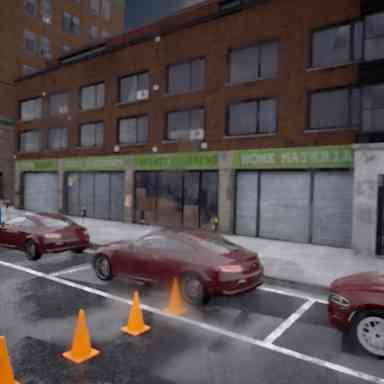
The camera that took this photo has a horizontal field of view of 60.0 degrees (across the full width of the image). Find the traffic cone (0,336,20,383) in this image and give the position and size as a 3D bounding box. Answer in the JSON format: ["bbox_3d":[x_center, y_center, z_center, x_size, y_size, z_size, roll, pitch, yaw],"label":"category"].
[{"bbox_3d":[-2.046,1.853,3.586,0.340,0.580,0.340,2,1,36],"label":"traffic cone"}]

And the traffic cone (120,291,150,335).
[{"bbox_3d":[-0.883,1.855,5.213,0.340,0.580,0.340,2,1,36],"label":"traffic cone"}]

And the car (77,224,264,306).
[{"bbox_3d":[-0.470,1.455,7.537,4.206,1.307,1.802,2,1,36],"label":"car"}]

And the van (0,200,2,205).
[{"bbox_3d":[-9.670,0.889,14.114,3.998,1.788,1.690,2,1,36],"label":"van"}]

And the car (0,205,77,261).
[{"bbox_3d":[-5.073,1.293,10.828,4.206,1.307,1.802,2,1,36],"label":"car"}]

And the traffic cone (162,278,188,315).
[{"bbox_3d":[-0.301,1.857,6.026,0.340,0.580,0.340,2,1,36],"label":"traffic cone"}]

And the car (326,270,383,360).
[{"bbox_3d":[4.133,1.579,4.246,4.507,1.381,1.887,2,1,36],"label":"car"}]

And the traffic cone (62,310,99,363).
[{"bbox_3d":[-1.464,1.854,4.399,0.340,0.580,0.340,2,1,36],"label":"traffic cone"}]
